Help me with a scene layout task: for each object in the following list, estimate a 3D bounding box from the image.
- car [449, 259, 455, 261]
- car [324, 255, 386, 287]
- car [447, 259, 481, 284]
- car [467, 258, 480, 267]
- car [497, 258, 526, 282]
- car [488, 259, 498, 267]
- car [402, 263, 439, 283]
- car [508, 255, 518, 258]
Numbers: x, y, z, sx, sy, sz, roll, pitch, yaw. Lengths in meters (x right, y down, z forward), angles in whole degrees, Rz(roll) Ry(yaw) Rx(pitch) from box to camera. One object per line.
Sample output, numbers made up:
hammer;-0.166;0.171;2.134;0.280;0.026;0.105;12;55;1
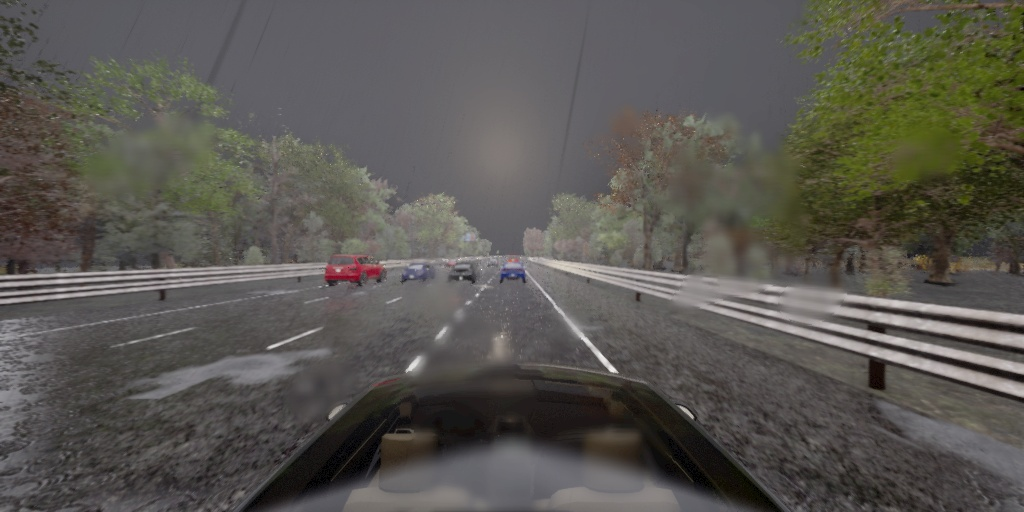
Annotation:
car;-10.298;1.245;63.589;1.994;1.385;4.181;0;0;0
car;-10.446;0.945;24.256;2.150;2.045;5.566;0;0;0
car;-3.432;1.226;26.579;1.837;1.490;4.892;0;1;0
car;-6.795;1.186;64.109;1.837;1.490;4.892;0;0;0
car;0.075;1.195;28.073;1.882;1.535;5.008;0;0;0
car;-3.290;1.227;64.955;2.033;1.411;5.357;0;0;0
car;-6.931;1.243;27.128;1.812;1.442;4.674;0;0;0
car;0.221;0.904;64.189;2.150;2.045;5.566;0;0;0
